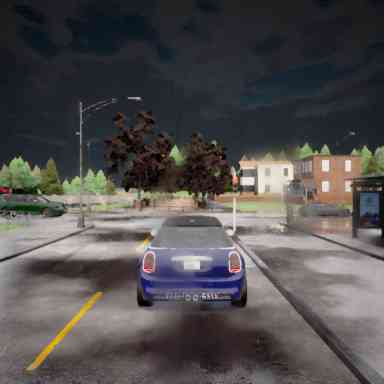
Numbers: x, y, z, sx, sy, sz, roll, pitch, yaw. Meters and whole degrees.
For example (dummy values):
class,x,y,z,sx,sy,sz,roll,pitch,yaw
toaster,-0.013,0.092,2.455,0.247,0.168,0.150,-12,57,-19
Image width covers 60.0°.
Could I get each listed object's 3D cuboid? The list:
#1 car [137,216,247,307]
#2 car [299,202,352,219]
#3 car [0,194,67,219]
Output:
class,x,y,z,sx,sy,sz,roll,pitch,yaw
car,0.008,1.352,8.161,2.097,1.767,4.553,0,0,0
car,11.373,1.562,28.456,4.181,1.385,1.994,0,0,0
car,-13.611,1.221,28.343,5.566,2.045,2.150,0,0,0
